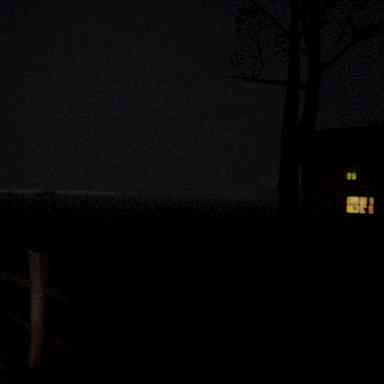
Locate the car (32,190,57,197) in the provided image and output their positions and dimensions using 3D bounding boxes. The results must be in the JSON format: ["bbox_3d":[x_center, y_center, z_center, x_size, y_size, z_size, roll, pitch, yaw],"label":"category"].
[{"bbox_3d":[-29.431,0.341,66.583,2.033,1.411,5.357,1,0,17],"label":"car"}]
